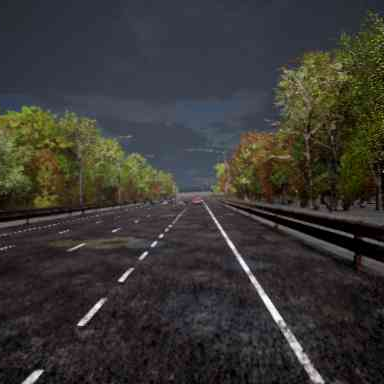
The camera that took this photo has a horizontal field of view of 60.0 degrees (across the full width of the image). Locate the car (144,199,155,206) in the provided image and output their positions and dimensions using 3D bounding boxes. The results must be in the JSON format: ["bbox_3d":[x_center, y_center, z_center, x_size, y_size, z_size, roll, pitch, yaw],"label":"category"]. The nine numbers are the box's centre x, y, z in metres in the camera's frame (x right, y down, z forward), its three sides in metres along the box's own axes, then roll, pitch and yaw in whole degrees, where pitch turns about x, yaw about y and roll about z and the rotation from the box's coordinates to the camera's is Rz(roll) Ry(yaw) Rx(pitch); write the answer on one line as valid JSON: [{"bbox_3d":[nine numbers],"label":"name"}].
[{"bbox_3d":[-9.339,2.374,73.365,1.882,1.535,5.008,-2,-1,1],"label":"car"}]

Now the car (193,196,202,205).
[{"bbox_3d":[1.156,2.128,73.149,2.033,1.411,5.357,-2,-1,1],"label":"car"}]

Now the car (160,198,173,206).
[{"bbox_3d":[-5.840,2.319,73.292,2.128,1.511,4.902,-2,-1,1],"label":"car"}]

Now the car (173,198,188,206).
[{"bbox_3d":[-2.342,2.216,73.221,2.128,1.511,4.902,-2,-1,1],"label":"car"}]

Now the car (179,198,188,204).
[{"bbox_3d":[-2.128,2.229,83.639,1.994,1.385,4.181,-2,-1,1],"label":"car"}]

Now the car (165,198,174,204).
[{"bbox_3d":[-5.628,2.257,83.712,1.882,1.535,5.008,-2,-1,1],"label":"car"}]
